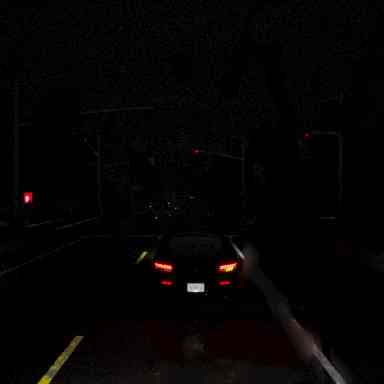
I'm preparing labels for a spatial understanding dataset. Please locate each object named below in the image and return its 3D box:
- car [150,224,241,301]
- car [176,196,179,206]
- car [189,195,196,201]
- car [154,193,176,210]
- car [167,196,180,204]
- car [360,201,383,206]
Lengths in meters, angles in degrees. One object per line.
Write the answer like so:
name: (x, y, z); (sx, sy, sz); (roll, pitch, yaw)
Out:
car: (0.082, 1.526, 8.183); (1.812, 1.442, 4.674); (0, 0, 0)
car: (-3.534, 1.219, 52.065); (2.150, 2.045, 5.566); (0, 0, 0)
car: (0.095, 1.525, 80.977); (2.128, 1.511, 4.902); (0, 0, 0)
car: (-3.546, 1.352, 42.395); (2.097, 1.767, 4.553); (0, 0, 0)
car: (-3.482, 1.492, 62.926); (2.128, 1.511, 4.902); (0, 0, 0)
car: (15.573, 1.528, 28.741); (5.357, 1.411, 2.033); (0, 0, -6)
